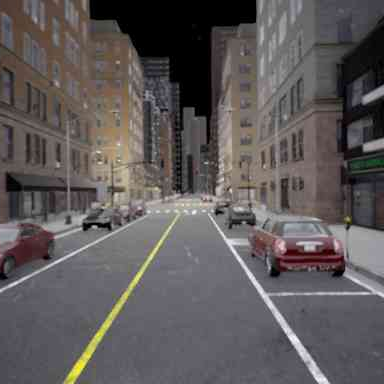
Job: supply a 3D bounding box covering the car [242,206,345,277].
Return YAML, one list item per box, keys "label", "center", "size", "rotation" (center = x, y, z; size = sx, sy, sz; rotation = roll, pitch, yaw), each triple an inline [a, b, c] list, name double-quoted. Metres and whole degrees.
- label: "car"
  center: [2.913, 1.403, 10.128]
  size: [1.967, 1.590, 4.097]
  rotation: [-1, 0, 0]

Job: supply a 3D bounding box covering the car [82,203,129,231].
- label: "car"
  center: [-5.557, 1.629, 21.172]
  size: [1.947, 1.339, 4.313]
  rotation: [-1, 0, 0]

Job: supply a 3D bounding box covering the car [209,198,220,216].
- label: "car"
  center: [3.021, 1.526, 32.133]
  size: [1.947, 1.339, 4.313]
  rotation: [-1, 0, 0]

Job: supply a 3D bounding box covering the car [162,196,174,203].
- label: "car"
  center: [-5.289, 1.674, 69.277]
  size: [1.802, 1.307, 4.206]
  rotation: [-1, 0, 0]

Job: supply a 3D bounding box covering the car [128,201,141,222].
- label: "car"
  center: [-5.531, 1.644, 26.673]
  size: [1.802, 1.307, 4.206]
  rotation: [-1, 0, 0]

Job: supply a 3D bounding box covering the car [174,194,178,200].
- label: "car"
  center: [-5.217, 1.661, 80.094]
  size: [2.008, 1.369, 4.403]
  rotation: [-1, 0, 0]

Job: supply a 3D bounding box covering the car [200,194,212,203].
- label: "car"
  center: [3.233, 1.430, 69.223]
  size: [1.967, 1.590, 4.097]
  rotation: [-1, 0, 0]

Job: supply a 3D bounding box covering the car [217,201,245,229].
- label: "car"
  center: [2.967, 1.511, 21.131]
  size: [2.008, 1.369, 4.403]
  rotation: [-1, 0, 0]

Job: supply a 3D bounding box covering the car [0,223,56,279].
- label: "car"
  center: [-5.610, 1.647, 10.170]
  size: [1.802, 1.307, 4.206]
  rotation: [-1, 0, 0]

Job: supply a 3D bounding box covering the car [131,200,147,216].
- label: "car"
  center: [-5.506, 1.502, 32.175]
  size: [1.967, 1.590, 4.097]
  rotation: [-1, 0, 0]
